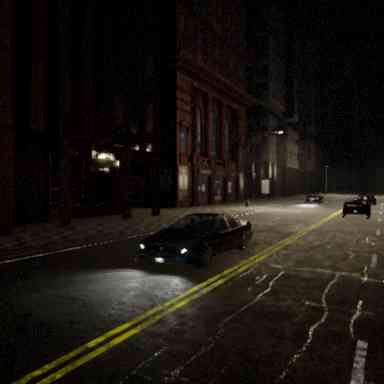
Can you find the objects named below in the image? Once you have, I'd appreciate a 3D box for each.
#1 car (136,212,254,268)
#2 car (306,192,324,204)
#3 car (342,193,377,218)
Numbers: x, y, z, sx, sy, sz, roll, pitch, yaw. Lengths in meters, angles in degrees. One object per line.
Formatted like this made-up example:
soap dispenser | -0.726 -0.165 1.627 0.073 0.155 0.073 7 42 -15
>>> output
car | 0.454 1.410 11.244 2.033 1.411 5.357 0 1 30
car | 17.167 0.798 46.341 2.128 1.511 4.902 0 1 30
car | 12.800 1.125 25.654 2.128 1.511 4.902 0 1 30
